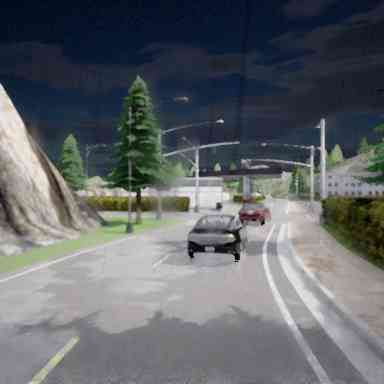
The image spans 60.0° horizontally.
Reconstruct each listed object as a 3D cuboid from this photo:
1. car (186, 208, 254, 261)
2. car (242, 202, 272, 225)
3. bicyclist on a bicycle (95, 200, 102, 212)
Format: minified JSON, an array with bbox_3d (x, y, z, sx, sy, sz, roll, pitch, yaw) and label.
[{"bbox_3d":[1.109,1.622,12.925,2.128,1.511,4.902,0,0,13],"label":"car"},{"bbox_3d":[5.157,1.619,27.056,2.097,1.767,4.553,0,-1,21],"label":"car"},{"bbox_3d":[-12.683,1.898,45.023,0.582,1.620,1.656,0,0,15],"label":"bicyclist on a bicycle"}]
